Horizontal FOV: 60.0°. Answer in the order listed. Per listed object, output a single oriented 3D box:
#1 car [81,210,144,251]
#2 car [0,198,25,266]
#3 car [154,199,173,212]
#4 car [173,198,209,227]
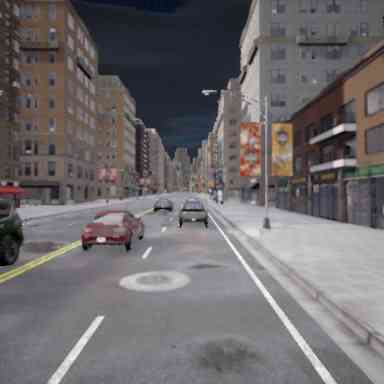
[{"bbox_3d":[-3.154,1.480,13.845,1.812,1.442,4.674,0,0,0],"label":"car"},{"bbox_3d":[-6.504,1.195,8.539,2.150,2.045,5.566,0,0,0],"label":"car"},{"bbox_3d":[-3.159,1.442,37.655,1.994,1.385,4.181,0,0,0],"label":"car"},{"bbox_3d":[0.095,1.420,22.078,2.128,1.511,4.902,0,0,0],"label":"car"}]
